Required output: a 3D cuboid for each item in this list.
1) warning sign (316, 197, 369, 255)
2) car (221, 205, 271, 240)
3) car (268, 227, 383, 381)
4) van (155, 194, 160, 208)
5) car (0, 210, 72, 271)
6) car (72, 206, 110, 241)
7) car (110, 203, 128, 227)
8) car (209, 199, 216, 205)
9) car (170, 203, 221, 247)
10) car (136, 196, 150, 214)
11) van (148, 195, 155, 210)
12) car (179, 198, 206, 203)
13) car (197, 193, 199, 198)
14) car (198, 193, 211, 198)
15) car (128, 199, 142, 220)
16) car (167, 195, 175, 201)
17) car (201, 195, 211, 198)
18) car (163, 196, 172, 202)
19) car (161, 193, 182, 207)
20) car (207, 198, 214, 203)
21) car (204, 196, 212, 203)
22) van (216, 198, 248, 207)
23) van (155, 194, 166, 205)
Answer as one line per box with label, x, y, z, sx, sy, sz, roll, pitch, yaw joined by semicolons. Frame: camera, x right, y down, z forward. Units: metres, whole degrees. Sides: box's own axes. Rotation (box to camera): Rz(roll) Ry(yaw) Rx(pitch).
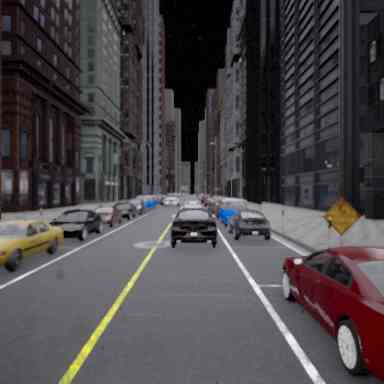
warning sign;5.072;1.112;11.282;1.300;1.860;1.060;0;0;0
car;2.765;1.548;16.700;2.008;1.369;4.403;0;0;0
car;2.763;1.543;5.428;1.887;1.381;4.507;0;0;0
van;-5.756;1.351;44.868;1.690;1.788;3.998;0;0;0
car;-5.761;1.523;10.878;1.752;1.417;4.829;0;0;0
car;-5.760;1.563;16.684;1.947;1.339;4.313;0;0;0
car;-5.759;1.580;22.322;1.802;1.307;4.206;0;0;0
car;2.767;1.550;27.973;2.008;1.369;4.403;0;0;0
car;0.080;1.475;15.093;1.882;1.535;5.008;0;-1;0
car;-5.758;1.442;33.595;1.967;1.590;4.097;0;0;0
van;-5.757;1.347;39.231;1.690;1.788;3.998;0;0;0
car;0.082;1.526;29.871;1.812;1.442;4.674;0;0;0
car;2.776;1.578;84.505;1.752;1.417;4.829;0;0;0
car;2.772;1.339;61.790;2.192;1.841;5.009;0;0;0
car;-5.758;1.566;27.958;1.947;1.339;4.313;0;0;0
car;-5.748;1.628;89.960;1.947;1.339;4.313;0;0;0
car;2.771;1.558;50.517;1.887;1.381;4.507;0;0;0
car;-5.750;1.589;78.687;1.887;1.381;4.507;0;0;0
car;-3.070;1.236;51.252;2.150;2.045;5.566;0;0;0
car;2.768;1.584;33.609;1.802;1.307;4.206;0;0;0
car;2.769;1.556;39.245;2.008;1.369;4.403;0;0;0
van;2.765;1.339;22.336;1.690;1.788;3.998;0;0;0
van;-5.753;1.365;61.776;1.690;1.788;3.998;0;0;0
